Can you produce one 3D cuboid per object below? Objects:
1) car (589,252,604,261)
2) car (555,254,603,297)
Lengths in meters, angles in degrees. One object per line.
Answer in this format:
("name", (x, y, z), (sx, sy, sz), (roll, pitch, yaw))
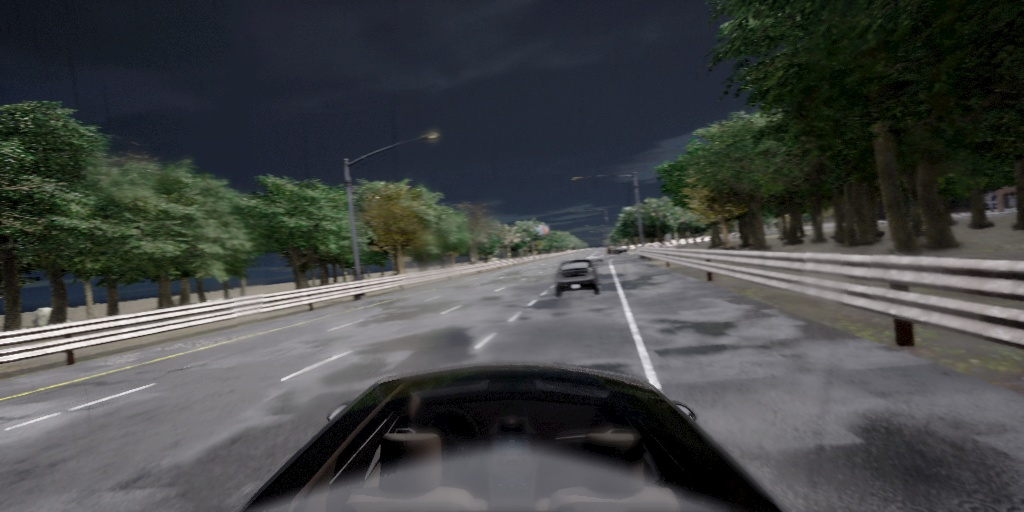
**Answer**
("car", (10.440, 0.210, 44.753), (1.895, 1.301, 4.718), (-6, 0, 17))
("car", (3.120, 0.912, 16.696), (1.837, 1.490, 4.892), (-6, 0, 14))
